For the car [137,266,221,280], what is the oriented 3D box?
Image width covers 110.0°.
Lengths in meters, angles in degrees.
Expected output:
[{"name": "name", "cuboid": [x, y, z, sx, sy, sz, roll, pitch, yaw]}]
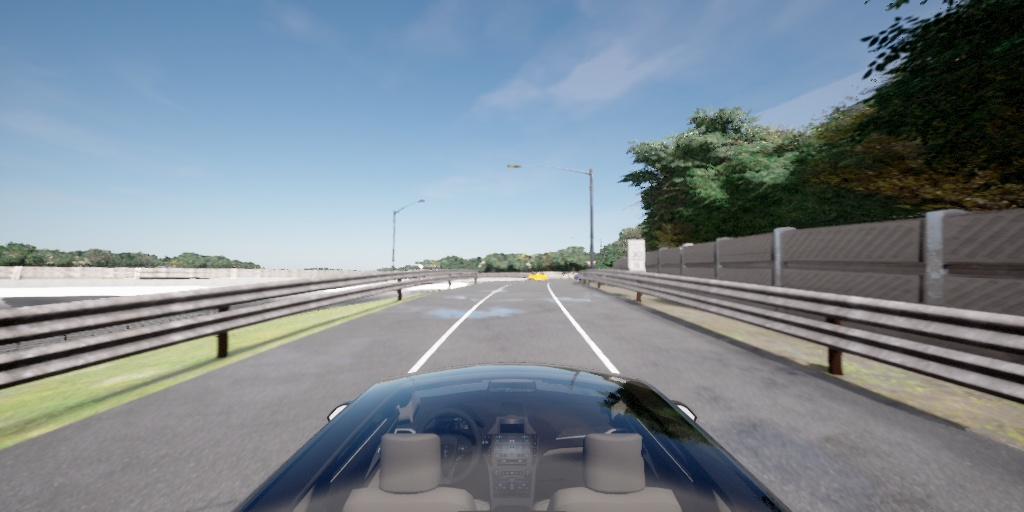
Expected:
[{"name": "car", "cuboid": [-26.260, 1.526, 28.465, 4.902, 1.511, 2.128, 3, -4, -37]}]

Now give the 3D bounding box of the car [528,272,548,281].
[{"name": "car", "cuboid": [4.497, 3.529, 61.610, 1.882, 1.535, 5.008, -2, -4, 31]}]

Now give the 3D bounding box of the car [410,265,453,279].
[{"name": "car", "cuboid": [-9.571, 2.160, 43.101, 2.150, 2.045, 5.566, -3, -4, 43]}]
